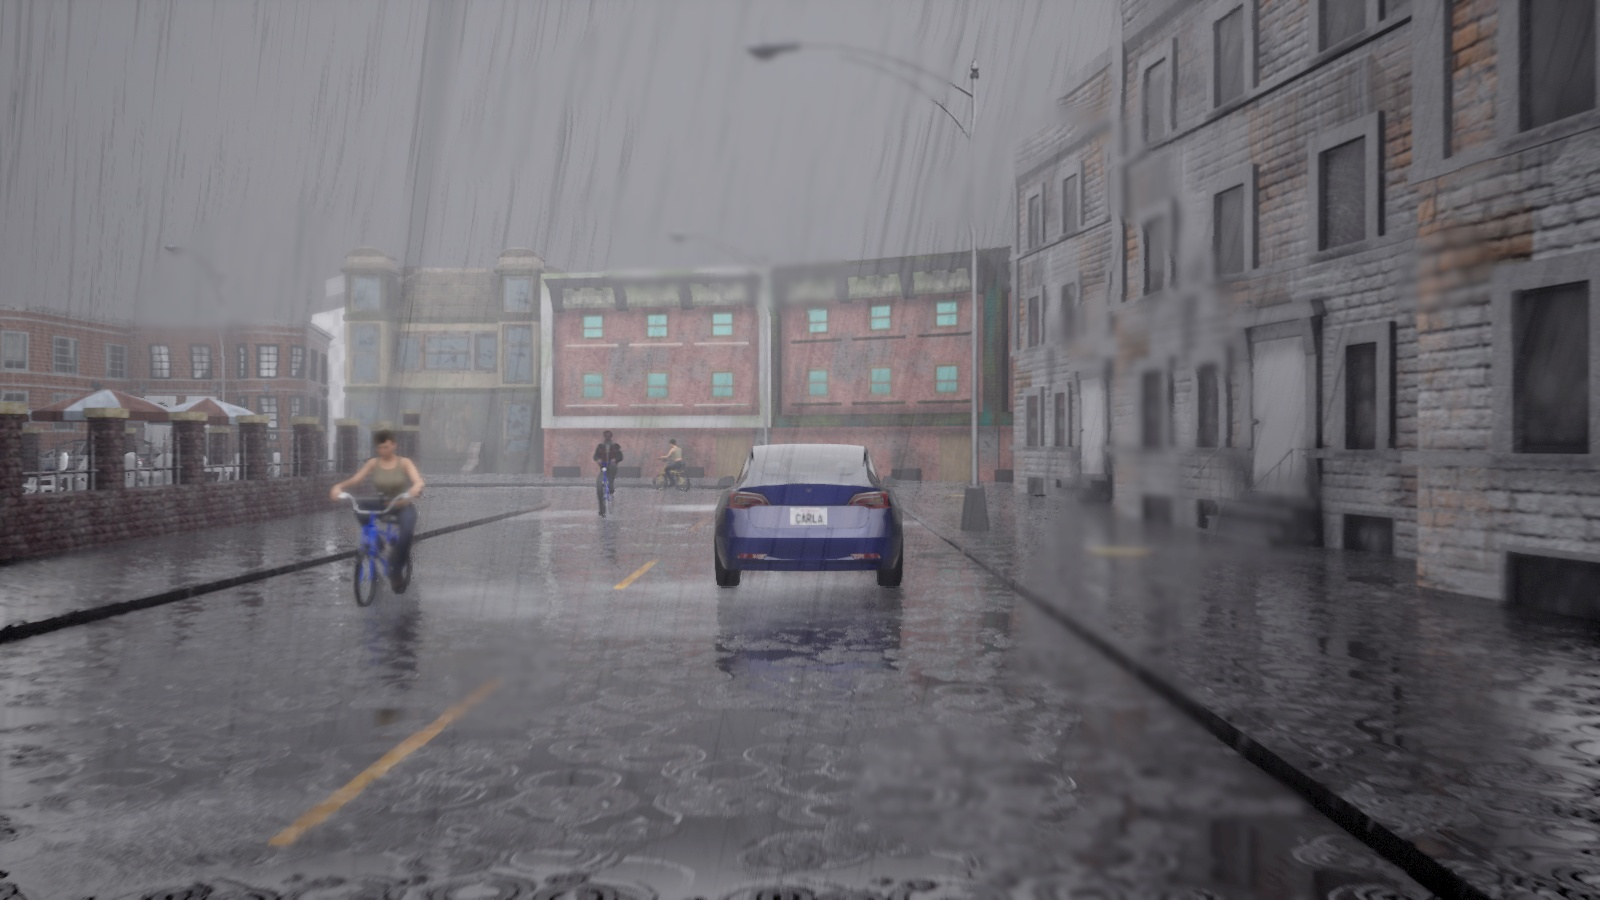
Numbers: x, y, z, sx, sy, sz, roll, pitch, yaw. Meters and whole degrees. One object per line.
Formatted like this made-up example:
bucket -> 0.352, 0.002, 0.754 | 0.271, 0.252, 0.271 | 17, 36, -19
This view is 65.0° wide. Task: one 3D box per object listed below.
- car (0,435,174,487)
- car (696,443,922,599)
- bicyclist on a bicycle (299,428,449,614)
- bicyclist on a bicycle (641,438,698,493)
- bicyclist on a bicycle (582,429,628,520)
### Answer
car -> -23.342, 0.341, 41.049 | 4.611, 1.667, 2.242 | 0, 0, 0
car -> 0.097, 0.665, 14.432 | 2.163, 1.488, 4.792 | 0, 0, 0
bicyclist on a bicycle -> -3.914, 0.614, 11.667 | 0.866, 1.612, 1.509 | 0, 0, 1
bicyclist on a bicycle -> -3.991, 0.465, 38.458 | 1.509, 1.612, 0.866 | 0, 2, 37
bicyclist on a bicycle -> -3.907, 0.471, 25.268 | 0.659, 1.776, 1.843 | 0, 0, -1
